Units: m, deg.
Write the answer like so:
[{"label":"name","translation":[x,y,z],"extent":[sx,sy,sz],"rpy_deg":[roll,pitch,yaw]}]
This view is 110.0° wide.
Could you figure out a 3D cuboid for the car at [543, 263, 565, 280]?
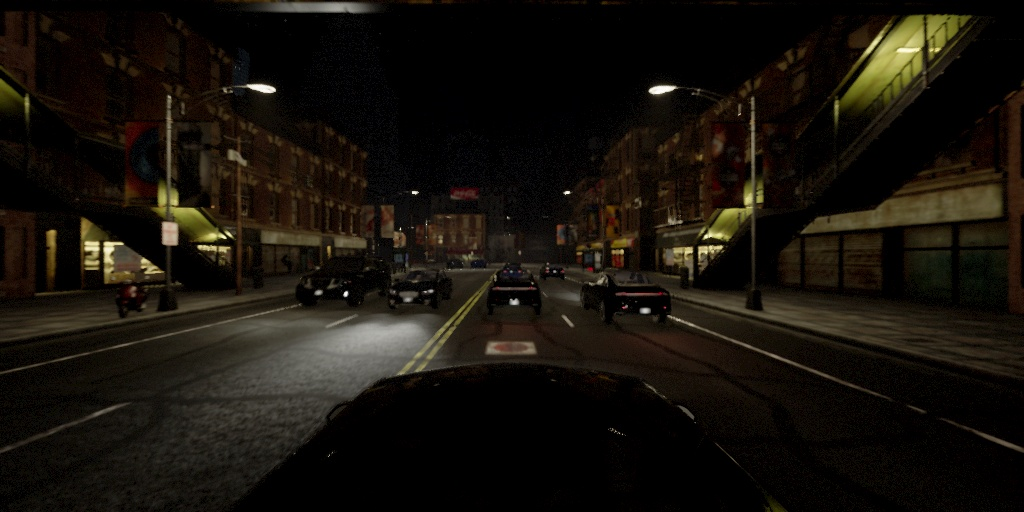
[{"label":"car","translation":[3.530,1.348,32.070],"extent":[2.033,1.411,5.357],"rpy_deg":[0,0,0]}]

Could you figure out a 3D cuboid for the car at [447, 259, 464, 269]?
[{"label":"car","translation":[-9.297,1.204,58.916],"extent":[2.097,1.767,4.553],"rpy_deg":[0,0,-20]}]

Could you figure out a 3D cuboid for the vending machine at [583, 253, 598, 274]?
[{"label":"vending machine","translation":[10.764,1.022,49.176],"extent":[1.100,2.100,0.880],"rpy_deg":[0,0,-1]}]

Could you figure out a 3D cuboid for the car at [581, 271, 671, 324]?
[{"label":"car","translation":[3.576,1.258,12.056],"extent":[2.128,1.511,4.902],"rpy_deg":[0,0,0]}]

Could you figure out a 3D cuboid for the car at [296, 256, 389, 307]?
[{"label":"car","translation":[-7.132,0.999,15.971],"extent":[2.150,2.045,5.566],"rpy_deg":[0,0,0]}]

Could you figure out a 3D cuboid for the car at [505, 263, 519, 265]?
[{"label":"car","translation":[0.029,1.349,32.055],"extent":[2.033,1.411,5.357],"rpy_deg":[0,0,0]}]

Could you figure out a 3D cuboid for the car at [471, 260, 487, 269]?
[{"label":"car","translation":[-5.441,1.328,58.544],"extent":[1.882,1.535,5.008],"rpy_deg":[0,0,-17]}]

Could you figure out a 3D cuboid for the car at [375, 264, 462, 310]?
[{"label":"car","translation":[-3.629,1.266,14.953],"extent":[2.128,1.511,4.902],"rpy_deg":[0,0,0]}]

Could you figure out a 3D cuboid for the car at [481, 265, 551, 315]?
[{"label":"car","translation":[0.073,1.262,13.744],"extent":[2.128,1.511,4.902],"rpy_deg":[0,0,0]}]
